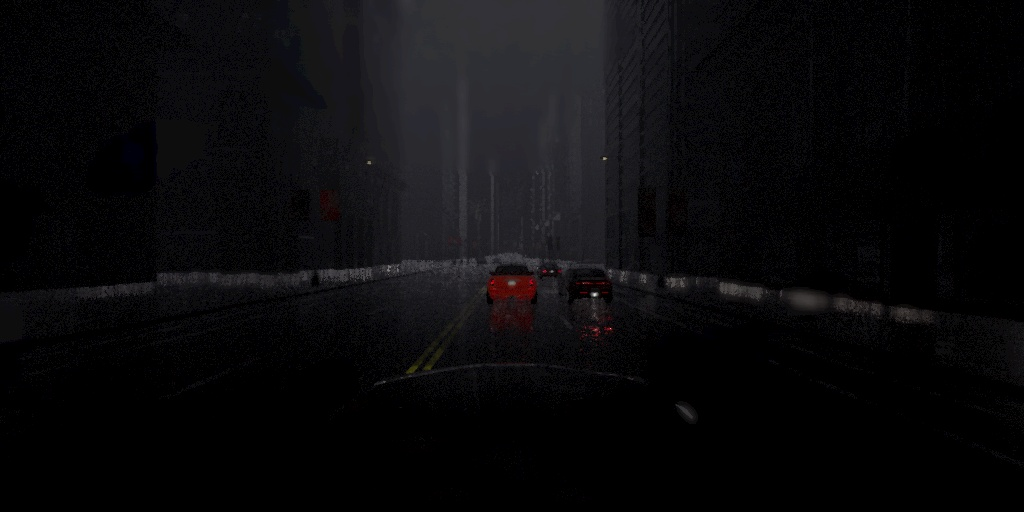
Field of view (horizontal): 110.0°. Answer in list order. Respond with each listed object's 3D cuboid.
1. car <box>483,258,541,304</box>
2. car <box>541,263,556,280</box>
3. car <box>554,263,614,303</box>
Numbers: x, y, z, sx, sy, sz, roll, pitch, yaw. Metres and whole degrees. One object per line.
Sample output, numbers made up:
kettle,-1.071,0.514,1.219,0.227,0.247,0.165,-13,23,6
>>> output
car,0.000,1.110,16.469,2.097,1.767,4.553,0,0,0
car,3.250,1.300,31.499,2.033,1.411,5.357,0,0,0
car,3.250,1.260,16.500,1.837,1.490,4.892,0,0,0
